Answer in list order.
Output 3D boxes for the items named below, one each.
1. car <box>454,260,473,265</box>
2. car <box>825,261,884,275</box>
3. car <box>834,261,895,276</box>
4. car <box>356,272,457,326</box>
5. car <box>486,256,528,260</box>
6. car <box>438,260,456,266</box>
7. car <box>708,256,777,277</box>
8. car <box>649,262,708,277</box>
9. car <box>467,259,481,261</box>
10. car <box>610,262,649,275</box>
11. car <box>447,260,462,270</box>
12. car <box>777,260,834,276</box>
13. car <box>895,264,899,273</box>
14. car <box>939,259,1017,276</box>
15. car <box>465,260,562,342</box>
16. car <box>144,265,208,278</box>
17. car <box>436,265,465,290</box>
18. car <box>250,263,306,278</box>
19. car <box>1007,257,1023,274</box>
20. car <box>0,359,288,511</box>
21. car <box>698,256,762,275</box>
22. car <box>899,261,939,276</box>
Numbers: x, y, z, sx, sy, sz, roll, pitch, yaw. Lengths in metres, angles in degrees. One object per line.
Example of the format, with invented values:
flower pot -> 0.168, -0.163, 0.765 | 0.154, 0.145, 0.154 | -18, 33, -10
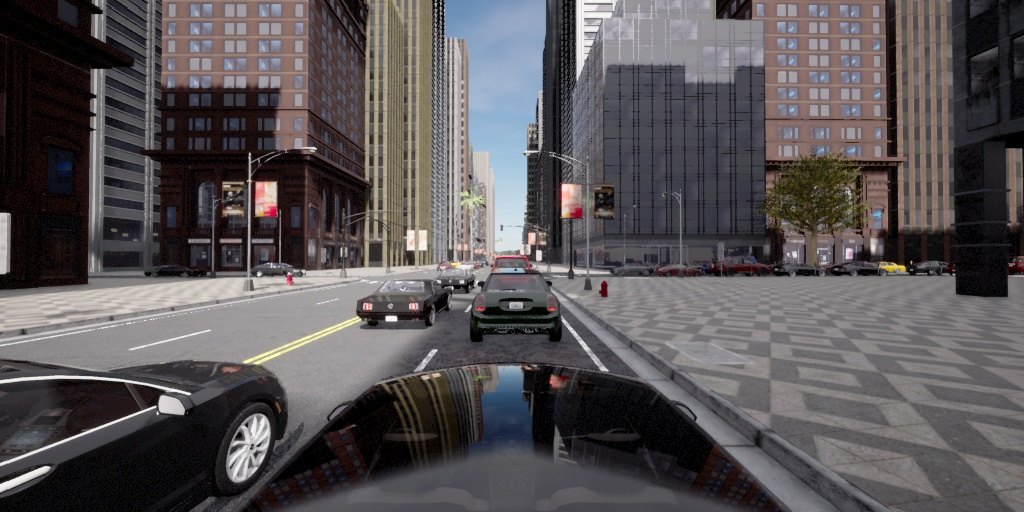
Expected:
car -> -6.691, 1.570, 51.948 | 1.895, 1.301, 4.718 | 0, 0, 0
car -> 37.289, 1.276, 39.137 | 4.674, 1.442, 1.812 | 0, -1, 0
car -> 32.170, 1.260, 33.294 | 4.313, 1.339, 1.948 | 0, 0, -1
car -> -3.166, 1.361, 11.631 | 1.895, 1.301, 4.718 | 0, 0, 0
car -> -0.034, 1.003, 19.504 | 2.150, 2.045, 5.566 | 0, 0, 0
car -> -9.936, 1.503, 53.202 | 1.812, 1.442, 4.674 | 0, 0, -3
car -> 20.896, 1.041, 33.098 | 5.009, 1.841, 2.192 | 0, 0, -1
car -> 15.258, 1.327, 33.000 | 4.207, 1.307, 1.802 | 0, 0, -1
car -> -6.687, 1.633, 61.111 | 1.895, 1.301, 4.718 | 0, 0, 0
car -> 12.730, 1.386, 38.736 | 4.181, 1.385, 1.994 | 0, -1, -1
car -> -9.931, 1.519, 62.340 | 1.882, 1.535, 5.008 | 0, 0, 0
car -> 26.533, 1.276, 33.196 | 4.313, 1.339, 1.948 | 0, 0, -1
car -> 43.134, 1.296, 42.011 | 4.829, 1.417, 1.751 | 0, 0, -1
car -> 43.446, 1.214, 33.491 | 4.507, 1.381, 1.888 | 0, 0, -1
car -> 0.082, 1.108, 9.983 | 2.097, 1.767, 4.553 | 0, 0, 0
car -> -32.661, 1.573, 34.950 | 4.718, 1.301, 1.895 | 0, -1, 0
car -> -3.187, 1.388, 20.800 | 1.895, 1.301, 4.718 | 0, 0, 0
car -> -22.712, 1.418, 34.959 | 4.902, 1.511, 2.128 | 0, -1, 0
car -> 49.084, 0.973, 33.589 | 5.009, 1.841, 2.192 | 0, 0, -1
car -> -3.150, 1.255, 1.612 | 1.837, 1.490, 4.892 | 0, 0, 0
car -> 23.567, 1.007, 38.926 | 5.566, 2.045, 2.150 | 0, -1, -1
car -> 42.526, 1.228, 36.106 | 4.674, 1.442, 1.812 | 0, -1, -1
